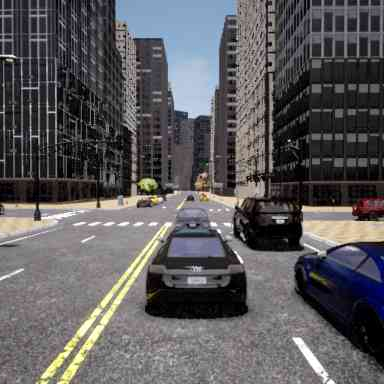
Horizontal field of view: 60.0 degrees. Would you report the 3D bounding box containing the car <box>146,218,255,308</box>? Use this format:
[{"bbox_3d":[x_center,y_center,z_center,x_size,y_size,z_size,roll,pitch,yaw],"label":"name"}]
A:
[{"bbox_3d":[0.067,1.561,8.010,1.994,1.385,4.181,0,0,-1],"label":"car"}]

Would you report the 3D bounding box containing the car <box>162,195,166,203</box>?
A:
[{"bbox_3d":[-6.811,1.480,66.529,1.812,1.442,4.674,0,0,0],"label":"car"}]

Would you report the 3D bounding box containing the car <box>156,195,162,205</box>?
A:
[{"bbox_3d":[-6.824,1.442,57.080,1.882,1.535,5.008,0,0,0],"label":"car"}]

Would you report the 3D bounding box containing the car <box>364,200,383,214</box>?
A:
[{"bbox_3d":[21.657,1.649,36.197,4.829,1.417,1.752,1,0,1],"label":"car"}]

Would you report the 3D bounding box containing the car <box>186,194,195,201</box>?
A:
[{"bbox_3d":[-0.336,1.439,79.383,1.837,1.490,4.892,0,0,0],"label":"car"}]

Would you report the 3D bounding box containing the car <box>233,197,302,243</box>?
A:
[{"bbox_3d":[3.307,1.217,15.468,2.150,2.045,5.566,0,0,-2],"label":"car"}]

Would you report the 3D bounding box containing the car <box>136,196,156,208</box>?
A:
[{"bbox_3d":[-6.794,1.538,48.152,1.994,1.385,4.181,0,0,0],"label":"car"}]

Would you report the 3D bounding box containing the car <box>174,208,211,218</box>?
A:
[{"bbox_3d":[0.025,1.541,17.564,2.033,1.411,5.357,0,0,0],"label":"car"}]

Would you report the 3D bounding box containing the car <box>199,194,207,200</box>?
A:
[{"bbox_3d":[2.873,1.257,89.038,1.837,1.490,4.892,0,0,0],"label":"car"}]

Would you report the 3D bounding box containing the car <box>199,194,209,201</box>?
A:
[{"bbox_3d":[2.918,1.409,78.621,1.882,1.535,5.008,0,0,0],"label":"car"}]

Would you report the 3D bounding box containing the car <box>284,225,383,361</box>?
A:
[{"bbox_3d":[3.335,1.562,5.946,1.994,1.385,4.181,0,0,-1],"label":"car"}]

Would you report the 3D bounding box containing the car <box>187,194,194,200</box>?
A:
[{"bbox_3d":[-0.378,1.402,89.443,1.882,1.535,5.008,0,0,0],"label":"car"}]

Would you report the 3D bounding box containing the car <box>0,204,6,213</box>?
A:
[{"bbox_3d":[-19.934,1.350,30.917,4.892,1.490,1.837,1,1,1],"label":"car"}]

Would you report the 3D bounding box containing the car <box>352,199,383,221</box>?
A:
[{"bbox_3d":[16.084,1.524,27.887,5.009,1.841,2.192,1,0,1],"label":"car"}]
